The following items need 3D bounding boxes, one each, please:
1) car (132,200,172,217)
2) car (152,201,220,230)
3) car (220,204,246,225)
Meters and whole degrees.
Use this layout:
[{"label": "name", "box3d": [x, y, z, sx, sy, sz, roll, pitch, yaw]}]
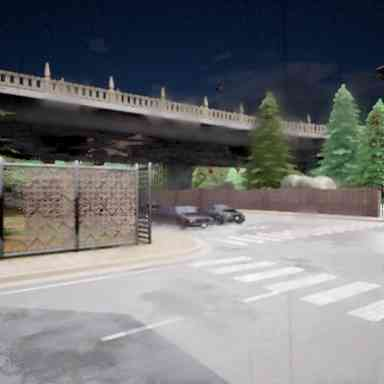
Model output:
[{"label": "car", "box3d": [-3.884, 1.549, 31.897, 1.994, 1.385, 4.181, 0, 0, -35]}, {"label": "car", "box3d": [-0.809, 1.549, 21.511, 2.033, 1.411, 5.357, 0, 0, -35]}, {"label": "car", "box3d": [1.868, 1.549, 23.816, 1.994, 1.385, 4.181, 0, 0, -35]}]
